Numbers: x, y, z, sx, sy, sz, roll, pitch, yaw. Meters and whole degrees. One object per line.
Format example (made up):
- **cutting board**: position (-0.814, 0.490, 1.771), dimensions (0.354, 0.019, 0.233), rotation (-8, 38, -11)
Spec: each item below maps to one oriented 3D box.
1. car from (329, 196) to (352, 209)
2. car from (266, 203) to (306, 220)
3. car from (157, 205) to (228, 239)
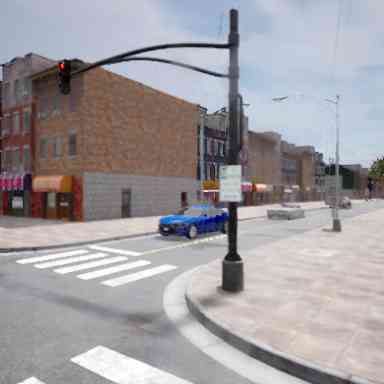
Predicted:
- **car**: position (19.745, 1.334, 44.279), dimensions (2.097, 1.767, 4.553), rotation (0, 0, 36)
- **car**: position (7.987, 1.571, 28.129), dimensions (1.895, 1.301, 4.718), rotation (0, 0, 36)
- **car**: position (0.254, 1.451, 17.406), dimensions (1.882, 1.535, 5.008), rotation (0, 0, 36)
